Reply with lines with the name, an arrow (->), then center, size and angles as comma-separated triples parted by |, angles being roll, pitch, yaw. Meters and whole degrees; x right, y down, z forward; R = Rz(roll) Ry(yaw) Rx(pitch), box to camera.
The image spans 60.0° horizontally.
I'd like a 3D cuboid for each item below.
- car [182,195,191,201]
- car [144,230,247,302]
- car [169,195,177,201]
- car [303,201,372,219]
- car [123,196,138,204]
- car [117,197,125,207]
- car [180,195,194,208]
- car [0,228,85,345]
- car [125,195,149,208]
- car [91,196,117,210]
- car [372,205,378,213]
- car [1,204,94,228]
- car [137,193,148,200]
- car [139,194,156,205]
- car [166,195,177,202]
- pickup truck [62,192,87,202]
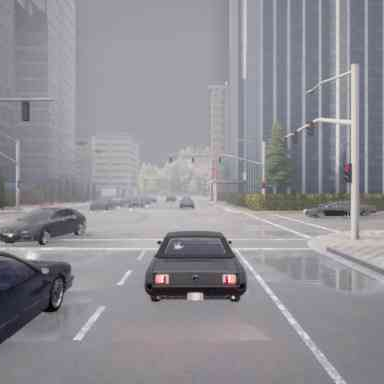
car -> -1.356, 1.540, 82.521 | 2.033, 1.411, 5.357 | 0, 0, -1
car -> 0.066, 1.601, 8.230 | 1.895, 1.301, 4.718 | 0, 0, 0
car -> -4.891, 1.524, 84.781 | 1.812, 1.442, 4.674 | 0, 0, -1
car -> 11.949, 1.492, 28.088 | 4.902, 1.511, 2.128 | 0, 0, -1
car -> -11.607, 1.547, 63.202 | 2.033, 1.411, 5.357 | 0, 0, 0
car -> -11.453, 1.526, 51.042 | 1.812, 1.442, 4.674 | 0, 0, -1
car -> -0.722, 1.564, 48.254 | 1.994, 1.385, 4.181 | 0, 0, -1
car -> -3.436, 1.547, 4.634 | 2.033, 1.411, 5.357 | 0, 0, 0
car -> -7.894, 1.564, 48.064 | 1.994, 1.385, 4.181 | 0, 0, -1
car -> -11.308, 1.352, 42.144 | 2.097, 1.767, 4.553 | 0, 0, -1
car -> 14.597, 1.547, 31.612 | 5.357, 1.411, 2.033 | 0, 0, -1
car -> -6.806, 1.505, 15.649 | 1.837, 1.490, 4.892 | -2, 0, 11
car -> -11.807, 1.052, 79.306 | 2.097, 1.767, 4.553 | 0, 0, -1
car -> -8.033, 1.547, 57.370 | 2.033, 1.411, 5.357 | 0, 0, -1
car -> -4.697, 1.501, 73.407 | 1.837, 1.490, 4.892 | 0, 0, -1
pickup truck -> -24.773, 1.059, 69.285 | 2.390, 2.098, 6.274 | 0, 0, 30
